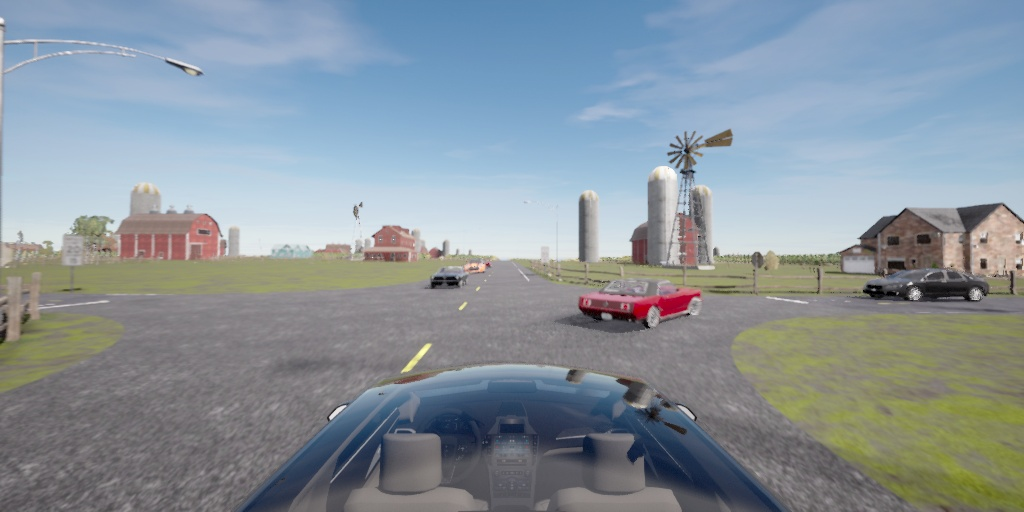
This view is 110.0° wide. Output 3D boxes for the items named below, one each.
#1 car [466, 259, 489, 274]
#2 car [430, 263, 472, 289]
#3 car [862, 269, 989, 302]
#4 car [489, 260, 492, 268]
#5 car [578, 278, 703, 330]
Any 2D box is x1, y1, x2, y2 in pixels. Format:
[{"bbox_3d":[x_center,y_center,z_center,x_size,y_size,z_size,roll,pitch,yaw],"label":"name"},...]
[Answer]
[{"bbox_3d":[-4.137,1.080,40.927,2.097,1.767,4.553,0,0,-1],"label":"car"},{"bbox_3d":[-3.906,1.328,22.882,1.895,1.301,4.718,0,0,-1],"label":"car"},{"bbox_3d":[19.844,1.387,17.313,4.892,1.490,1.837,0,-1,-1],"label":"car"},{"bbox_3d":[-4.335,1.347,60.016,1.895,1.301,4.718,0,0,0],"label":"car"},{"bbox_3d":[4.239,1.346,11.296,4.718,1.301,1.895,0,0,-42],"label":"car"}]
